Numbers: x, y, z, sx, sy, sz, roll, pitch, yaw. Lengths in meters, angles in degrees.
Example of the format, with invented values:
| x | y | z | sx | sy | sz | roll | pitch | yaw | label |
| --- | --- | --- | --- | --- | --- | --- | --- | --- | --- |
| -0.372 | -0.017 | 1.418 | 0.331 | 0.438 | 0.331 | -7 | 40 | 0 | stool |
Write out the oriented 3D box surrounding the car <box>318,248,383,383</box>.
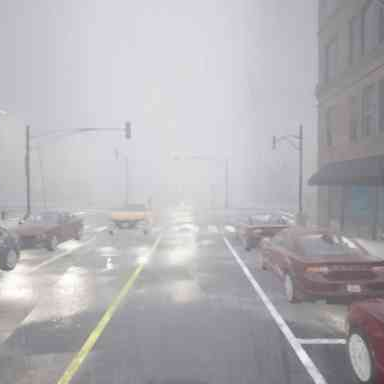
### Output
| x | y | z | sx | sy | sz | roll | pitch | yaw | label |
| --- | --- | --- | --- | --- | --- | --- | --- | --- | --- |
| 2.753 | 1.528 | 2.394 | 1.887 | 1.381 | 4.507 | -1 | 0 | 0 | car |

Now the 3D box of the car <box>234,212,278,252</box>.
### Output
| x | y | z | sx | sy | sz | roll | pitch | yaw | label |
| --- | --- | --- | --- | --- | --- | --- | --- | --- | --- |
| 2.757 | 1.455 | 13.404 | 1.887 | 1.381 | 4.507 | -1 | 0 | 0 | car |

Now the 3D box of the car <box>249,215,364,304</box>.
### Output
| x | y | z | sx | sy | sz | roll | pitch | yaw | label |
| --- | --- | --- | --- | --- | --- | --- | --- | --- | --- |
| 2.755 | 1.492 | 7.899 | 1.887 | 1.381 | 4.507 | -1 | 0 | 0 | car |

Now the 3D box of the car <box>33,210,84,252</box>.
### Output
| x | y | z | sx | sy | sz | roll | pitch | yaw | label |
| --- | --- | --- | --- | --- | --- | --- | --- | --- | --- |
| -5.768 | 1.457 | 13.408 | 1.887 | 1.381 | 4.507 | -1 | 0 | 0 | car |

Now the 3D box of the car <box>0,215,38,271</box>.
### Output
| x | y | z | sx | sy | sz | roll | pitch | yaw | label |
| --- | --- | --- | --- | --- | --- | --- | --- | --- | --- |
| -5.770 | 1.499 | 7.902 | 2.008 | 1.369 | 4.403 | -1 | 0 | 0 | car |

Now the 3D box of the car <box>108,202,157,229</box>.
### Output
| x | y | z | sx | sy | sz | roll | pitch | yaw | label |
| --- | --- | --- | --- | --- | --- | --- | --- | --- | --- |
| -2.993 | 1.217 | 17.459 | 1.882 | 1.535 | 5.008 | 0 | 0 | 0 | car |
